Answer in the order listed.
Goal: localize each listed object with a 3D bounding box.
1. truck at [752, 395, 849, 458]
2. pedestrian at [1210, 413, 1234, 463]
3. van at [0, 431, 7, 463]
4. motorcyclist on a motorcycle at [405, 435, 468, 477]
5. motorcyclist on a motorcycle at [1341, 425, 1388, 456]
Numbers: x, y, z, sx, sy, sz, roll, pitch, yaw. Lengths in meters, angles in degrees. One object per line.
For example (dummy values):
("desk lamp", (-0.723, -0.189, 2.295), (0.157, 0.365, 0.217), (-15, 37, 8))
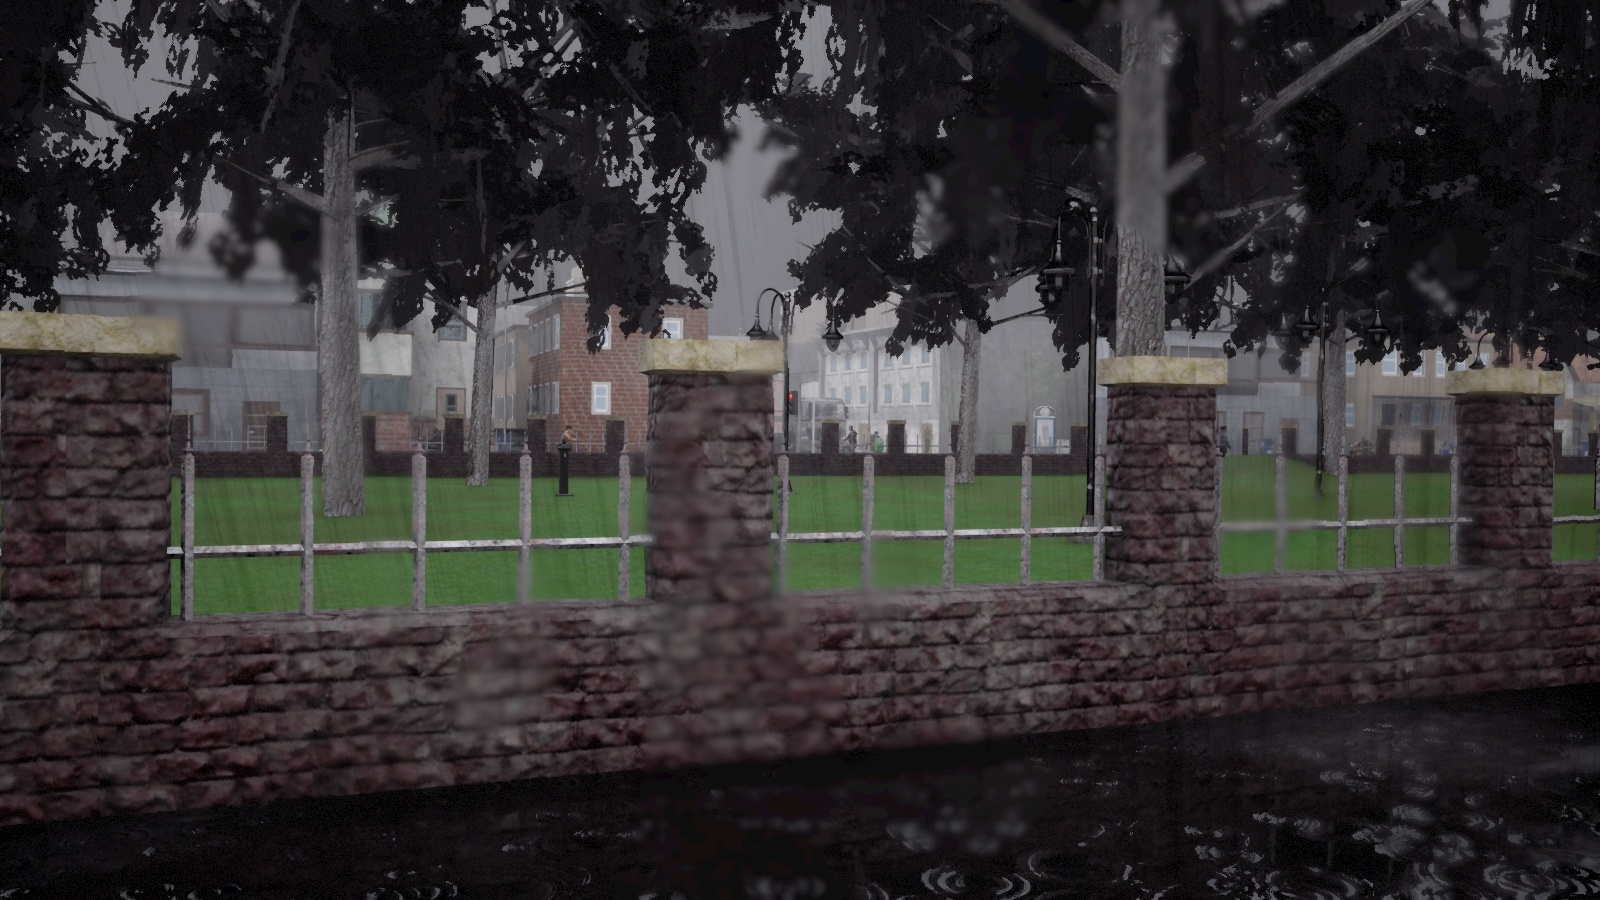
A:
("truck", (-0.080, -1.366, 72.543), (2.891, 3.462, 7.936), (-1, 1, -21))
("pedestrian", (16.413, -0.465, 48.867), (0.788, 1.949, 0.423), (-1, 1, -21))
("van", (-50.693, -0.168, 77.829), (1.775, 1.987, 4.442), (-1, 1, -21))
("motorcyclist on a motorcycle", (-13.642, 0.214, 47.093), (2.191, 1.530, 0.866), (-1, 1, -21))
("motorcyclist on a motorcycle", (28.501, -0.507, 63.443), (2.191, 1.530, 0.866), (-1, 1, -21))
